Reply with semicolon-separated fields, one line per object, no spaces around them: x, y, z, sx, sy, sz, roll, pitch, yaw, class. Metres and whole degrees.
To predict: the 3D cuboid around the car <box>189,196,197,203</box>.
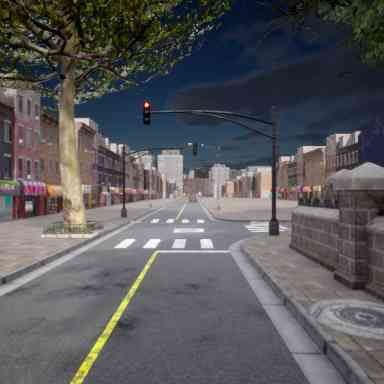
0.224;1.665;73.596;2.128;1.511;4.902;0;0;0;car
